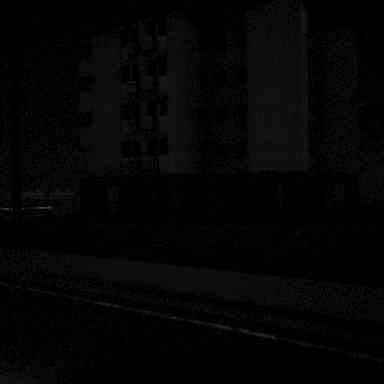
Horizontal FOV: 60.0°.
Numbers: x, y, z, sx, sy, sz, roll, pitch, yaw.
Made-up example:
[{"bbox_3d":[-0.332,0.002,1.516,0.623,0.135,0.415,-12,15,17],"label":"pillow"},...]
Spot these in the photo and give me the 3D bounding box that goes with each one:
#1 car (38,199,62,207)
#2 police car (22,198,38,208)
[{"bbox_3d":[-24.523,1.907,58.359,1.994,1.385,4.181,-1,0,5],"label":"car"},{"bbox_3d":[-27.984,1.806,57.165,1.930,1.638,5.238,-1,0,6],"label":"police car"}]
